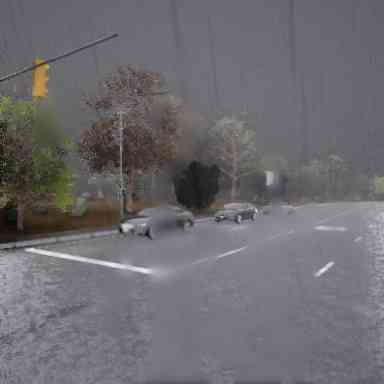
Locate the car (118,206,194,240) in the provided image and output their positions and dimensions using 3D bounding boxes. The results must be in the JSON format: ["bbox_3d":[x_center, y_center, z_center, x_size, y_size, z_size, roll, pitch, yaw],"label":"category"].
[{"bbox_3d":[-1.733,1.505,17.393,2.128,1.511,4.902,0,0,32],"label":"car"}]

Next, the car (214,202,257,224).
[{"bbox_3d":[3.383,1.521,25.257,1.837,1.490,4.892,0,0,32],"label":"car"}]

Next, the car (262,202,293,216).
[{"bbox_3d":[8.664,1.640,33.626,1.895,1.301,4.718,0,0,32],"label":"car"}]
